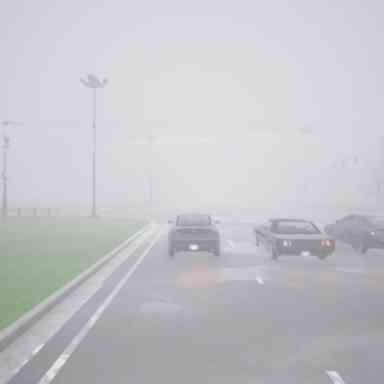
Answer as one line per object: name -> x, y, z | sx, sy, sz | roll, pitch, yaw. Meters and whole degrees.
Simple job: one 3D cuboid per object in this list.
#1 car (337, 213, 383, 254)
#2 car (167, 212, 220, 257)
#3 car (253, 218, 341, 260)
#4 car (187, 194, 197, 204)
car -> 7.074, 1.572, 13.623 | 1.812, 1.442, 4.674 | 0, 0, 0
car -> 0.072, 1.550, 13.225 | 1.837, 1.490, 4.892 | 0, 0, 0
car -> 3.571, 1.644, 12.628 | 1.895, 1.301, 4.718 | 0, 0, 0
car -> -0.020, 1.720, 71.556 | 1.882, 1.535, 5.008 | 0, 0, 0
